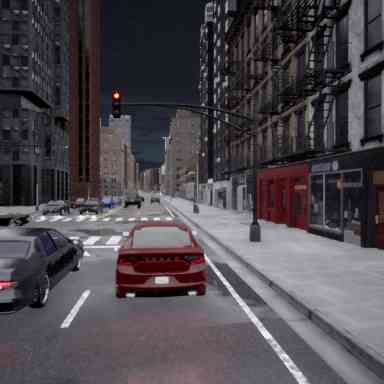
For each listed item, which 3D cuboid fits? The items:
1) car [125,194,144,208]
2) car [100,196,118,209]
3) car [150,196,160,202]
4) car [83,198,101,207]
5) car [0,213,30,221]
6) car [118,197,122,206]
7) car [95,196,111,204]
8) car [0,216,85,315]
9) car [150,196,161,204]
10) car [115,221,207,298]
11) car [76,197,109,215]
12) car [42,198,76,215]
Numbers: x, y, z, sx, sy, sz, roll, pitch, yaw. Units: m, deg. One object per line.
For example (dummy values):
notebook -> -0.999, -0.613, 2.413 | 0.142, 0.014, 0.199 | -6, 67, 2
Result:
car -> -8.518, 1.239, 48.390 | 2.150, 2.045, 5.566 | 0, 0, -7
car -> -11.549, 1.494, 44.641 | 1.882, 1.535, 5.008 | 0, 0, -6
car -> -8.422, 1.572, 75.495 | 2.033, 1.411, 5.357 | 0, 0, -6
car -> -15.727, 1.622, 52.713 | 1.895, 1.301, 4.718 | 0, 0, -6
car -> -12.424, 1.629, 20.366 | 4.718, 1.301, 1.895 | -1, 1, -22
car -> -12.682, 1.514, 54.756 | 2.128, 1.511, 4.902 | 0, 0, -6
car -> -16.886, 1.518, 63.244 | 2.128, 1.511, 4.902 | 0, 0, -6
car -> -3.915, 1.547, 7.732 | 2.033, 1.411, 5.357 | 0, 0, -6
car -> -7.154, 1.532, 65.193 | 1.837, 1.490, 4.892 | 0, 0, -6
car -> -0.809, 1.477, 8.603 | 1.882, 1.535, 5.008 | 0, 0, -6
car -> -10.473, 1.558, 34.997 | 2.033, 1.411, 5.357 | 0, 0, -6
car -> -13.590, 1.515, 33.660 | 1.837, 1.490, 4.892 | 0, 0, -6
